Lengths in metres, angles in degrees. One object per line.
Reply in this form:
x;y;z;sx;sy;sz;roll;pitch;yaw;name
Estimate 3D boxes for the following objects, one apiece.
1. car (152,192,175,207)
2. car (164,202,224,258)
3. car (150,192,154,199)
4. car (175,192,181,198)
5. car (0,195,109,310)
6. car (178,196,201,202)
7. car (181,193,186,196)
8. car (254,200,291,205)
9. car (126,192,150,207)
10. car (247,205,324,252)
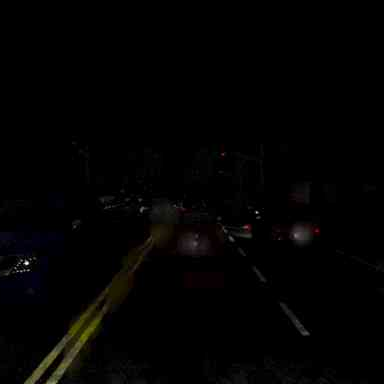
-3.570;1.065;42.518;1.837;1.490;4.892;0;1;0;car
0.075;1.350;12.160;1.882;1.535;5.008;0;1;0;car
-6.969;0.721;58.969;1.812;1.442;4.674;0;1;0;car
-3.469;0.634;58.966;2.128;1.511;4.902;0;1;0;car
-3.579;1.134;7.965;2.150;2.045;5.566;0;1;0;car
0.078;1.278;26.051;2.033;1.411;5.357;0;1;0;car
-3.226;0.750;74.677;1.895;1.301;4.718;0;1;-27;car
6.701;1.298;28.333;1.895;1.301;4.718;0;1;41;car
-7.070;0.914;42.396;2.097;1.767;4.553;0;1;0;car
3.581;1.427;13.155;1.994;1.385;4.181;0;1;0;car
